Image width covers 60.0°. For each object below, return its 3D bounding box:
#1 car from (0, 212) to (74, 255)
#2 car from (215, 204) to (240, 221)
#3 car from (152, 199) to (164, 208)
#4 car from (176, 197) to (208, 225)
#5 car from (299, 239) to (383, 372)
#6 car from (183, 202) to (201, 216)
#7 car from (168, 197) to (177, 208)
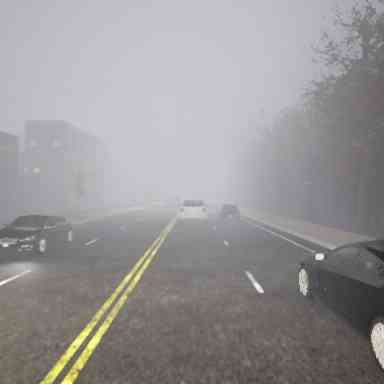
[{"bbox_3d":[-6.586,1.663,14.186,1.837,1.490,4.892,0,-1,0],"label":"car"},{"bbox_3d":[3.346,1.850,30.978,1.837,1.490,4.892,0,0,0],"label":"car"},{"bbox_3d":[-6.518,2.190,63.853,1.882,1.535,5.008,0,0,0],"label":"car"},{"bbox_3d":[0.096,1.527,27.243,2.150,2.045,5.566,0,0,0],"label":"car"},{"bbox_3d":[3.350,1.542,5.624,1.882,1.535,5.008,0,0,0],"label":"car"},{"bbox_3d":[0.027,1.994,40.362,2.033,1.411,5.357,0,-1,0],"label":"car"},{"bbox_3d":[-3.266,1.958,63.771,2.150,2.045,5.566,0,0,0],"label":"car"}]
